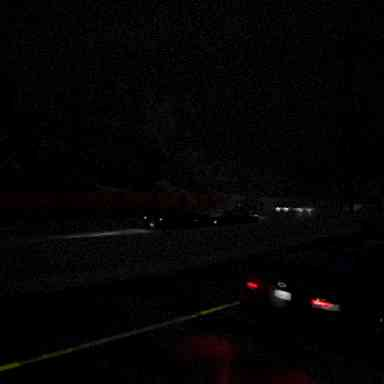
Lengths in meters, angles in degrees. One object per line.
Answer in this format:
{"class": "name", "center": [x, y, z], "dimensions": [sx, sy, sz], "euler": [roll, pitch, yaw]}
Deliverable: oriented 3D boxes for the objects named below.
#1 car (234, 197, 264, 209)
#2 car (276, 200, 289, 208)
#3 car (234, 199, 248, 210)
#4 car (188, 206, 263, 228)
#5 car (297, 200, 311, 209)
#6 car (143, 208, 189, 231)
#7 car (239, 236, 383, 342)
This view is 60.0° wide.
{"class": "car", "center": [7.374, 1.595, 41.125], "dimensions": [2.150, 2.045, 5.566], "euler": [0, -1, 24]}
{"class": "car", "center": [16.200, 2.150, 59.870], "dimensions": [1.994, 1.385, 4.181], "euler": [0, 0, 9]}
{"class": "car", "center": [7.953, 1.977, 53.936], "dimensions": [1.837, 1.490, 4.892], "euler": [1, 0, 12]}
{"class": "car", "center": [2.174, 1.773, 20.558], "dimensions": [1.895, 1.301, 4.718], "euler": [0, -1, 42]}
{"class": "car", "center": [19.381, 2.100, 57.629], "dimensions": [1.837, 1.490, 4.892], "euler": [1, 0, 10]}
{"class": "car", "center": [-0.983, 1.760, 22.269], "dimensions": [1.895, 1.301, 4.718], "euler": [0, -1, 42]}
{"class": "car", "center": [3.242, 1.623, 6.651], "dimensions": [5.357, 1.411, 2.033], "euler": [1, -1, -41]}
